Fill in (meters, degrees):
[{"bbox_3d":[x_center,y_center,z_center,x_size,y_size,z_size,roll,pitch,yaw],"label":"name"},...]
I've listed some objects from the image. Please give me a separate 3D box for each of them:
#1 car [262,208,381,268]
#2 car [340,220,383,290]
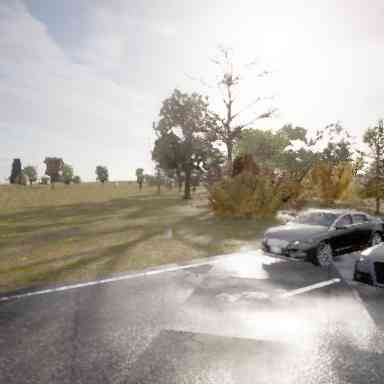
[{"bbox_3d":[4.345,1.312,10.708,4.902,1.511,2.128,-1,1,-35],"label":"car"},{"bbox_3d":[5.541,1.439,7.577,4.181,1.385,1.994,-1,1,-35],"label":"car"}]
